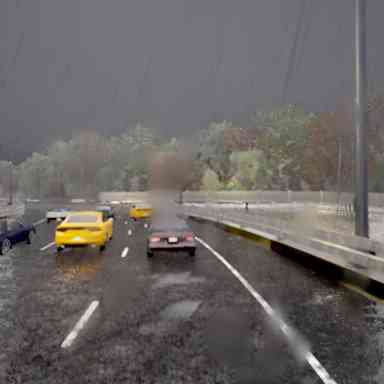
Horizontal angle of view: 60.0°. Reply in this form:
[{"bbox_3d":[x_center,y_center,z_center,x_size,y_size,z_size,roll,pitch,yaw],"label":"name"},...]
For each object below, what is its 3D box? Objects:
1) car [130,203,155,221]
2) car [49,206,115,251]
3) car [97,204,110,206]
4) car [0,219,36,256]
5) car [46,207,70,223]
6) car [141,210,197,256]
[{"bbox_3d":[-4.736,1.806,31.353,1.882,1.535,5.008,0,0,-17],"label":"car"},{"bbox_3d":[-4.708,1.639,15.079,1.882,1.535,5.008,0,0,-8],"label":"car"},{"bbox_3d":[-8.012,1.845,30.103,1.812,1.442,4.674,0,0,-17],"label":"car"},{"bbox_3d":[-8.031,1.752,13.678,1.895,1.301,4.718,0,-1,-8],"label":"car"},{"bbox_3d":[-11.201,1.908,28.567,1.895,1.301,4.718,0,-1,-16],"label":"car"},{"bbox_3d":[-0.974,1.692,13.798,2.033,1.411,5.357,0,-1,-8],"label":"car"}]
